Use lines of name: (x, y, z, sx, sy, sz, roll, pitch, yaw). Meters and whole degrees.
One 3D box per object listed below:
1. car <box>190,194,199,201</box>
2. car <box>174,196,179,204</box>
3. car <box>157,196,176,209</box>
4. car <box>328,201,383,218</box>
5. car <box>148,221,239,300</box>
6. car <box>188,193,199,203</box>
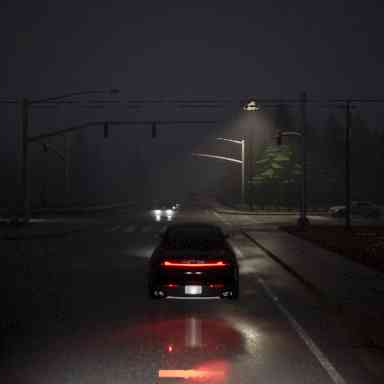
car: (0.588, 1.355, 80.821, 2.097, 1.767, 4.553, 0, 0, 2)
car: (-3.562, 1.478, 54.082, 1.882, 1.535, 5.008, 0, 0, 0)
car: (-3.587, 1.601, 44.800, 1.895, 1.301, 4.718, 0, 0, 0)
car: (14.560, 1.552, 29.518, 4.674, 1.442, 1.812, 0, 0, 1)
car: (0.050, 1.501, 8.396, 1.837, 1.490, 4.892, 0, 0, 1)
car: (0.314, 1.224, 70.429, 2.150, 2.045, 5.566, 0, 0, 2)
